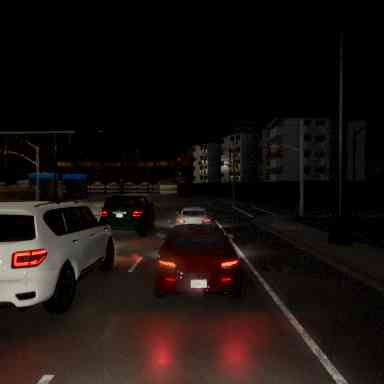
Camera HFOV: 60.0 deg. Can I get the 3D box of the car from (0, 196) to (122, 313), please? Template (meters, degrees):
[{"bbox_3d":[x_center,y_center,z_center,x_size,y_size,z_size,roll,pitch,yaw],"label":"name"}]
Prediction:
[{"bbox_3d":[-3.386,1.218,7.772,2.150,2.045,5.566,0,0,0],"label":"car"}]

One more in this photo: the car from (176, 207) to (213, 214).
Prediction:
[{"bbox_3d":[0.108,1.490,17.503,1.812,1.442,4.674,0,0,1],"label":"car"}]

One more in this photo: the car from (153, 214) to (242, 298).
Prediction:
[{"bbox_3d":[0.117,1.521,8.416,1.812,1.442,4.674,0,0,0],"label":"car"}]

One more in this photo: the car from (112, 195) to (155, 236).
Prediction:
[{"bbox_3d":[-3.359,1.179,18.131,2.150,2.045,5.566,0,0,0],"label":"car"}]
